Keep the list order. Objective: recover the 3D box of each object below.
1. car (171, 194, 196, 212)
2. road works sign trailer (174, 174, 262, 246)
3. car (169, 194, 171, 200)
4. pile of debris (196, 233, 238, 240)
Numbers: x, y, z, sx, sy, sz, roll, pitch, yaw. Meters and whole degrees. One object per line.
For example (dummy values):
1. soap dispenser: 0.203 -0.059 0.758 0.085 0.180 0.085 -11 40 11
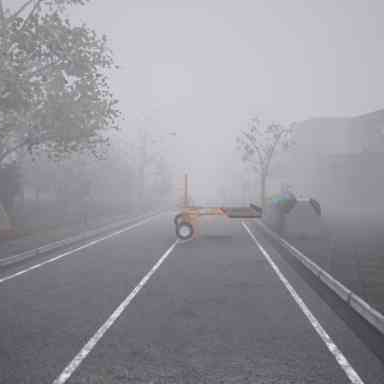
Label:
1. car: -0.738 1.184 36.706 2.097 1.767 4.553 0 0 4
2. road works sign trailer: 1.029 0.661 14.522 3.560 2.880 2.380 0 5 -5
3. car: -4.815 1.240 85.878 1.837 1.490 4.892 -2 0 -15
4. pile of debris: 1.160 2.107 15.818 1.860 0.140 1.500 0 0 3
